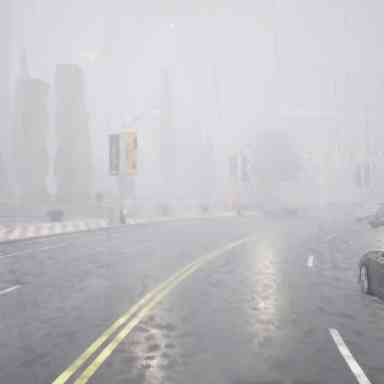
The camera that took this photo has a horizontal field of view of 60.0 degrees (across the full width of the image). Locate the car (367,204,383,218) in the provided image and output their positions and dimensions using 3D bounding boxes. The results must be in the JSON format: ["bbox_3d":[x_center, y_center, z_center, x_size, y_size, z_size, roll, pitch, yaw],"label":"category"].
[{"bbox_3d":[21.688,2.037,36.425,4.718,1.301,1.895,0,-1,-22],"label":"car"}]

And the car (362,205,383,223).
[{"bbox_3d":[14.070,1.826,23.139,5.357,1.411,2.033,1,-1,-44],"label":"car"}]

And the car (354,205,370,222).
[{"bbox_3d":[15.889,1.866,28.850,4.674,1.442,1.812,1,-1,-36],"label":"car"}]

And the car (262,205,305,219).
[{"bbox_3d":[9.054,1.952,32.759,4.718,1.301,1.895,1,-1,-39],"label":"car"}]

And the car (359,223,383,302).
[{"bbox_3d":[4.506,1.581,5.924,1.837,1.490,4.892,-1,-1,11],"label":"car"}]
